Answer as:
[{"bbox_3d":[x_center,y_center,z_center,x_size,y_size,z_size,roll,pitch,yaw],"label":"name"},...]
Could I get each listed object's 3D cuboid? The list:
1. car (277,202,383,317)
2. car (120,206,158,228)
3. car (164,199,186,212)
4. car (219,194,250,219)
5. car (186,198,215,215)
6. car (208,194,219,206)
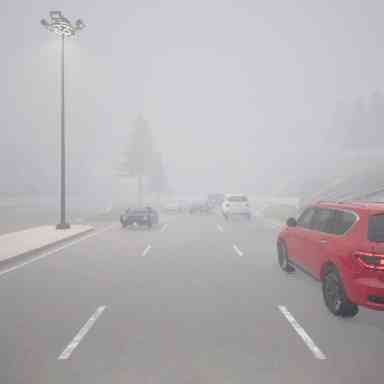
[{"bbox_3d":[3.602,1.221,7.578,2.150,2.045,5.566,0,0,0],"label":"car"},{"bbox_3d":[-3.372,1.601,22.123,1.895,1.301,4.718,0,0,1],"label":"car"},{"bbox_3d":[-1.848,1.526,38.130,1.812,1.442,4.674,0,0,13],"label":"car"},{"bbox_3d":[3.841,1.223,29.499,2.150,2.045,5.566,0,0,3],"label":"car"},{"bbox_3d":[0.955,1.601,34.438,1.895,1.301,4.718,0,0,9],"label":"car"},{"bbox_3d":[3.434,1.221,44.494,2.150,2.045,5.566,0,0,16],"label":"car"}]
